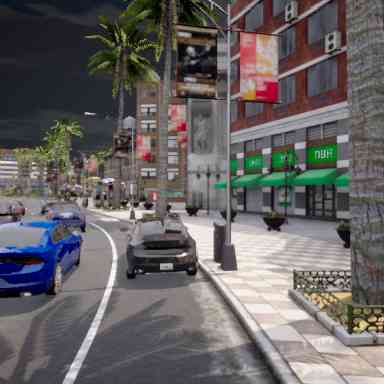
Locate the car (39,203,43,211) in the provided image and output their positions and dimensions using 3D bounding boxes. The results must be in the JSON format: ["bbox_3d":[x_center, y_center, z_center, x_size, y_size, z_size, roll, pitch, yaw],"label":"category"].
[{"bbox_3d":[-14.473,1.497,34.144,1.837,1.490,4.892,0,0,-27],"label":"car"}]

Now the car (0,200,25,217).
[{"bbox_3d":[-17.400,1.554,32.412,1.994,1.385,4.181,0,0,-27],"label":"car"}]

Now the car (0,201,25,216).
[{"bbox_3d":[-10.791,1.486,18.774,2.128,1.511,4.902,0,0,-23],"label":"car"}]

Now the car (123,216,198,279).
[{"bbox_3d":[-1.079,1.505,10.195,1.837,1.490,4.892,0,0,-11],"label":"car"}]

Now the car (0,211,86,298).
[{"bbox_3d":[-4.065,1.476,8.495,1.882,1.535,5.008,0,0,-9],"label":"car"}]

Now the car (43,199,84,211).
[{"bbox_3d":[-7.661,1.349,20.078,2.097,1.767,4.553,0,0,-22],"label":"car"}]
